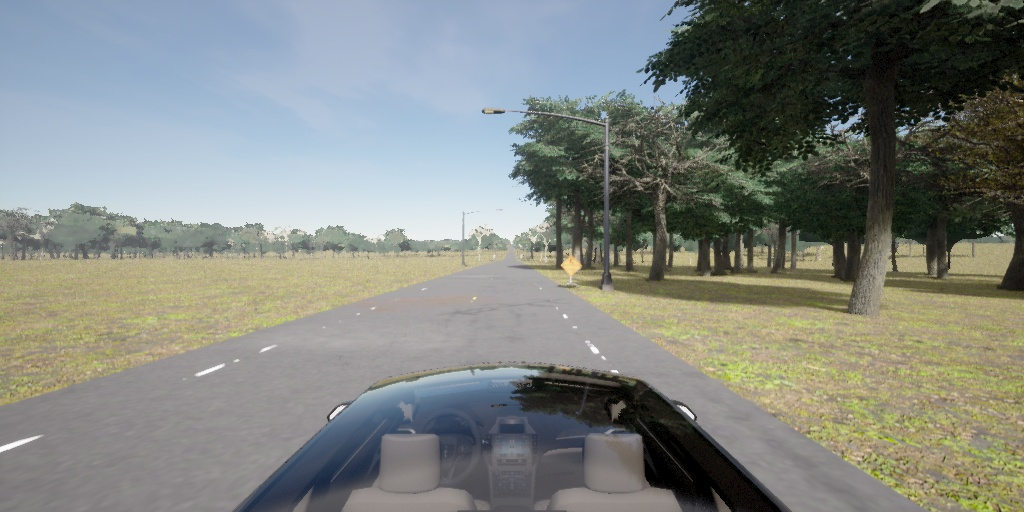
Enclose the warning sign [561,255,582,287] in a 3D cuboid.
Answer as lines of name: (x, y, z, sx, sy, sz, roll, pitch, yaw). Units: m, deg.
warning sign: (3.550, 0.856, 21.698, 1.300, 1.860, 1.060, 0, 0, 0)
